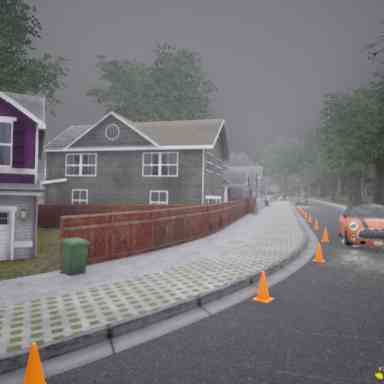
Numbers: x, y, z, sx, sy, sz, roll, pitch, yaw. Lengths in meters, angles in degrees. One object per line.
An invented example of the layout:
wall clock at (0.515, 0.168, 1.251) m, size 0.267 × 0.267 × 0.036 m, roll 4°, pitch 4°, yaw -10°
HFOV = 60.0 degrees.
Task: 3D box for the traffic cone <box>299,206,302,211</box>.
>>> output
traffic cone at (11.294, 1.943, 33.894) m, size 0.340 × 0.580 × 0.340 m, roll 1°, pitch 0°, yaw 16°

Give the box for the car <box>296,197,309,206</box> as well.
car at (19.063, 1.572, 57.693) m, size 2.128 × 1.511 × 4.902 m, roll 1°, pitch 0°, yaw 16°

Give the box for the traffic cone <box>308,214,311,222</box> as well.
traffic cone at (8.613, 1.914, 24.258) m, size 0.340 × 0.580 × 0.340 m, roll 1°, pitch 0°, yaw 16°

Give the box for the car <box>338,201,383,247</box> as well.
car at (7.668, 1.322, 14.469) m, size 2.097 × 1.767 × 4.553 m, roll 1°, pitch 0°, yaw 19°

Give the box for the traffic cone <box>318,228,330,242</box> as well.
traffic cone at (5.926, 1.899, 14.780) m, size 0.340 × 0.580 × 0.340 m, roll 1°, pitch 0°, yaw 19°

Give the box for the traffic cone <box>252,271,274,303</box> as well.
traffic cone at (1.475, 1.933, 6.882) m, size 0.340 × 0.580 × 0.340 m, roll 0°, pitch 0°, yaw 40°

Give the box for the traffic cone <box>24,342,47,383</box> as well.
traffic cone at (-1.736, 1.953, 3.657) m, size 0.340 × 0.580 × 0.340 m, roll 0°, pitch 0°, yaw -40°

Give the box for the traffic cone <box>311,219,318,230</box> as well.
traffic cone at (7.273, 1.901, 19.440) m, size 0.340 × 0.580 × 0.340 m, roll 1°, pitch 0°, yaw 16°

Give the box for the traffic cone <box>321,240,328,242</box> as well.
traffic cone at (4.057, 1.913, 10.630) m, size 0.340 × 0.580 × 0.340 m, roll 1°, pitch 1°, yaw 29°
